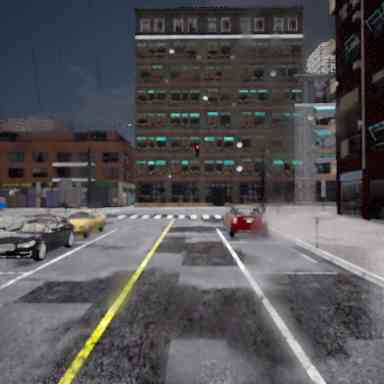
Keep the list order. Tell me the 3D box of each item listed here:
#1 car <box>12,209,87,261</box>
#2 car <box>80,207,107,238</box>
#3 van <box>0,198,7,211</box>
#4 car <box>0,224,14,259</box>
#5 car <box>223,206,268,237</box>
[{"bbox_3d":[-5.637,1.541,12.118,2.008,1.369,4.403,1,0,0],"label":"car"},{"bbox_3d":[-5.804,1.511,17.634,1.752,1.417,4.829,1,0,0],"label":"car"},{"bbox_3d":[-26.046,1.615,42.773,3.998,1.788,1.690,-1,0,1],"label":"van"},{"bbox_3d":[-5.641,1.561,6.430,1.947,1.339,4.313,1,0,0],"label":"car"},{"bbox_3d":[2.762,1.425,17.853,1.967,1.590,4.097,1,0,0],"label":"car"}]
